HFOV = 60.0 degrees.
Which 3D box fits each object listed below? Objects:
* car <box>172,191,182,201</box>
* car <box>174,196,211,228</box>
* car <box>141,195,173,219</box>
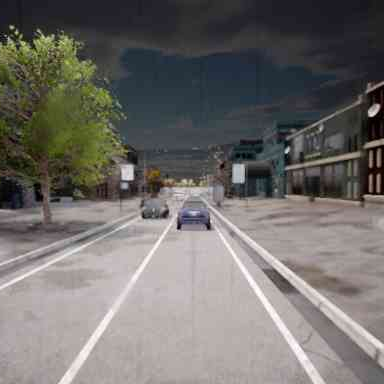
[{"bbox_3d":[-2.984,0.870,69.130,2.150,2.045,5.566,0,1,0],"label":"car"},{"bbox_3d":[0.104,1.363,22.172,2.097,1.767,4.553,0,0,0],"label":"car"},{"bbox_3d":[-3.089,1.345,28.725,2.097,1.767,4.553,0,0,0],"label":"car"}]
